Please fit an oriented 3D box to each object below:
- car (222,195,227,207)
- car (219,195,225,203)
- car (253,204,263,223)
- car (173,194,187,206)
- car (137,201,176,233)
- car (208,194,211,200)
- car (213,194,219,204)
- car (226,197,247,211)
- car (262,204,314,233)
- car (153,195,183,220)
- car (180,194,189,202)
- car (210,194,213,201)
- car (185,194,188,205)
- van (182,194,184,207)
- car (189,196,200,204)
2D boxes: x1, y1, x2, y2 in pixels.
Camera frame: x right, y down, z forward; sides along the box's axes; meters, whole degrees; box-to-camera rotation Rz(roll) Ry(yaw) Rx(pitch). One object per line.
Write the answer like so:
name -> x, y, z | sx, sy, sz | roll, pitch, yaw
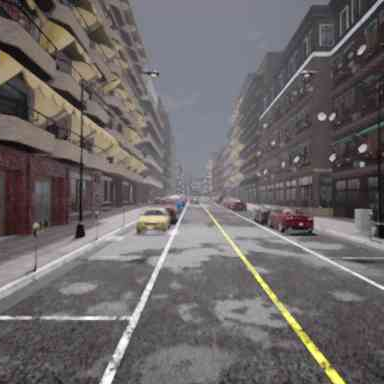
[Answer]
car -> 5.794, 1.597, 47.322 | 1.887, 1.381, 4.507 | 1, 0, 0
car -> 5.817, 1.505, 52.854 | 1.967, 1.590, 4.097 | 1, 0, 0
car -> 5.743, 1.572, 25.200 | 2.008, 1.369, 4.403 | 2, 0, 0
car -> -2.055, 1.372, 58.462 | 2.192, 1.841, 5.009 | 2, 0, 0
car -> -2.149, 1.523, 19.579 | 1.752, 1.417, 4.829 | 2, 0, 0
car -> 5.846, 1.750, 86.041 | 1.802, 1.307, 4.206 | 1, 0, 0
car -> 5.803, 1.407, 63.916 | 2.192, 1.841, 5.009 | 1, 0, 0
car -> 5.781, 1.586, 41.792 | 1.887, 1.381, 4.507 | 1, 0, 0
car -> 5.731, 1.563, 19.668 | 1.887, 1.381, 4.507 | 2, 0, 0
car -> -2.130, 1.316, 25.281 | 2.192, 1.841, 5.009 | 2, 0, 0
car -> -1.994, 1.463, 86.114 | 2.192, 1.841, 5.009 | 1, 0, 0
car -> 5.824, 1.566, 74.979 | 1.967, 1.590, 4.097 | 1, 0, 0
car -> -2.068, 1.359, 52.932 | 2.192, 1.841, 5.009 | 2, 0, 0
van -> -2.105, 1.353, 36.340 | 1.690, 1.788, 3.998 | 2, 0, 0
car -> 0.499, 1.571, 64.410 | 2.128, 1.511, 4.902 | 0, 0, 0
